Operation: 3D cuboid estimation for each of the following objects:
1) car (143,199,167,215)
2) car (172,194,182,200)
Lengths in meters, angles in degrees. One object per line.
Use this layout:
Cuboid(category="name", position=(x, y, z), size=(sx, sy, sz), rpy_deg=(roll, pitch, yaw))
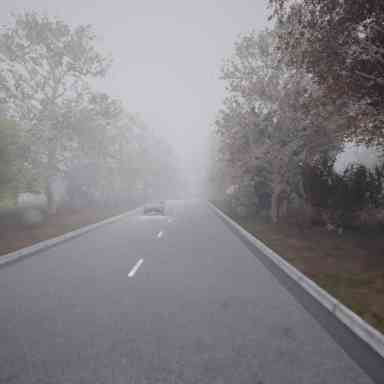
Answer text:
Cuboid(category="car", position=(-3.328, 1.352, 30.979), size=(2.033, 1.411, 5.357), rpy_deg=(0, 0, 0))
Cuboid(category="car", position=(-3.207, 1.065, 71.565), size=(1.895, 1.301, 4.718), rpy_deg=(0, 0, 0))
